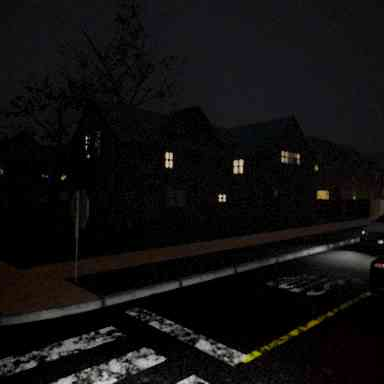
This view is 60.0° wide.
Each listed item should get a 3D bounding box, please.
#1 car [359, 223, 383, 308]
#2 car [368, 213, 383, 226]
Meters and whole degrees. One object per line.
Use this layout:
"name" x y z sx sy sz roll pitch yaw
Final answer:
"car" 5.306 1.475 6.786 4.902 1.511 2.128 0 0 -42
"car" 8.518 1.512 13.541 4.674 1.442 1.812 0 0 -42
